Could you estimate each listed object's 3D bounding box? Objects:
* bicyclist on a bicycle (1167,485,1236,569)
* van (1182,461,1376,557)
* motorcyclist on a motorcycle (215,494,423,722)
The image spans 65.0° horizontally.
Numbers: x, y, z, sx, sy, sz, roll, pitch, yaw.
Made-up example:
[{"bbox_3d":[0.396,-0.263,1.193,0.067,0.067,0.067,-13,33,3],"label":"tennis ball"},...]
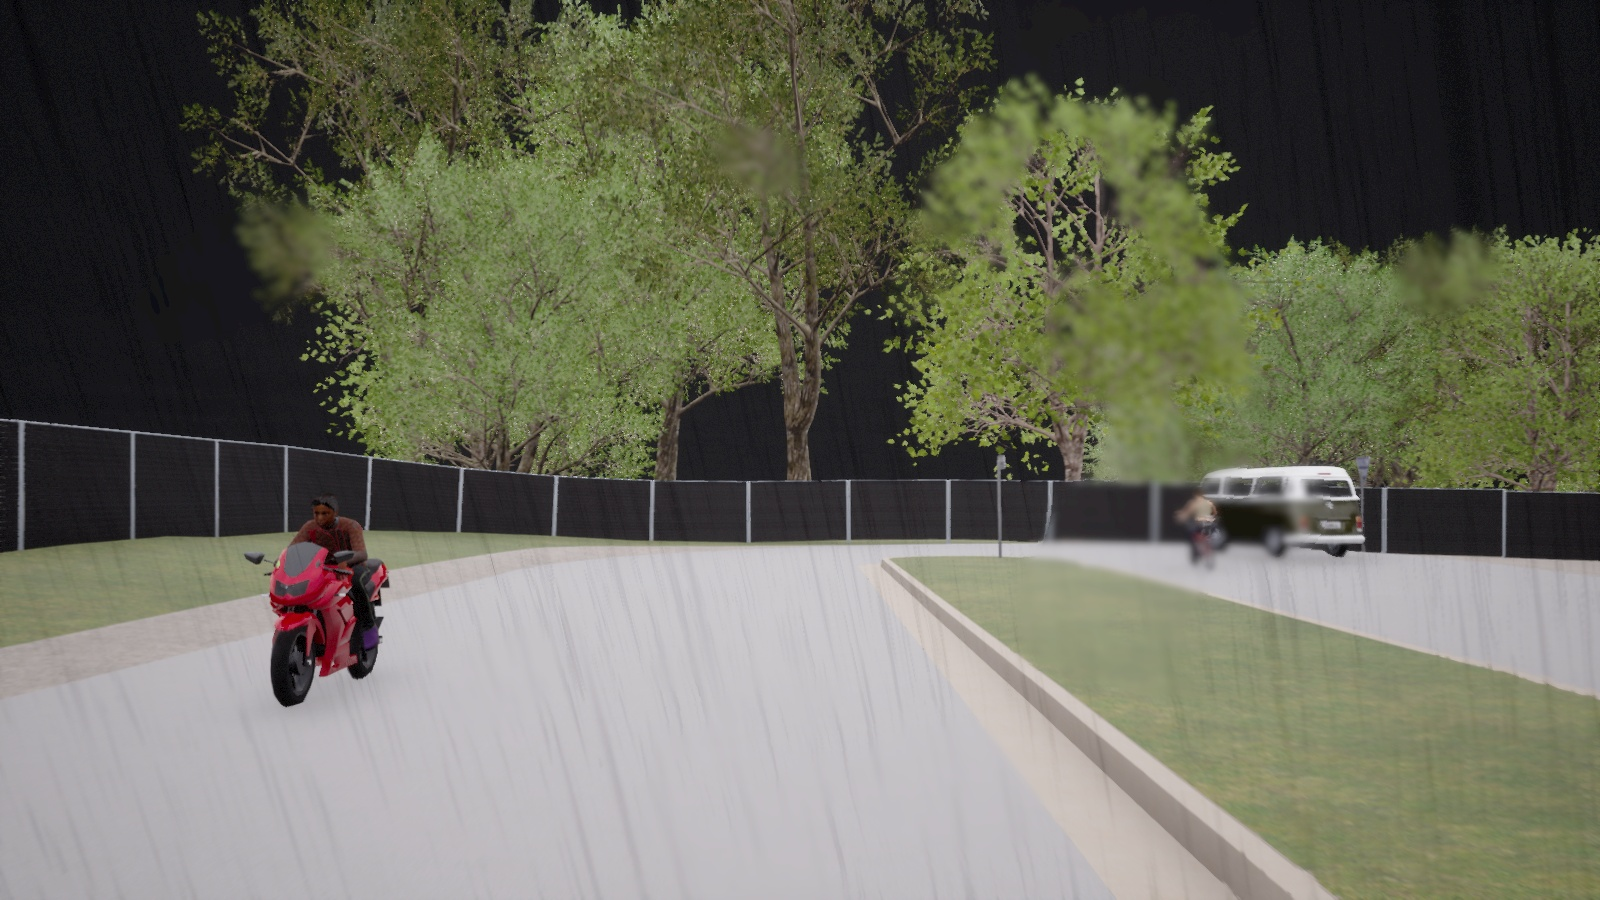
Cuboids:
[{"bbox_3d":[8.044,1.514,25.227,0.866,1.612,1.509,-2,-2,0],"label":"bicyclist on a bicycle"},{"bbox_3d":[11.020,1.336,29.303,2.069,2.038,4.480,0,-2,-12],"label":"van"},{"bbox_3d":[-3.571,1.107,9.538,0.797,1.523,2.044,-1,-2,0],"label":"motorcyclist on a motorcycle"}]
